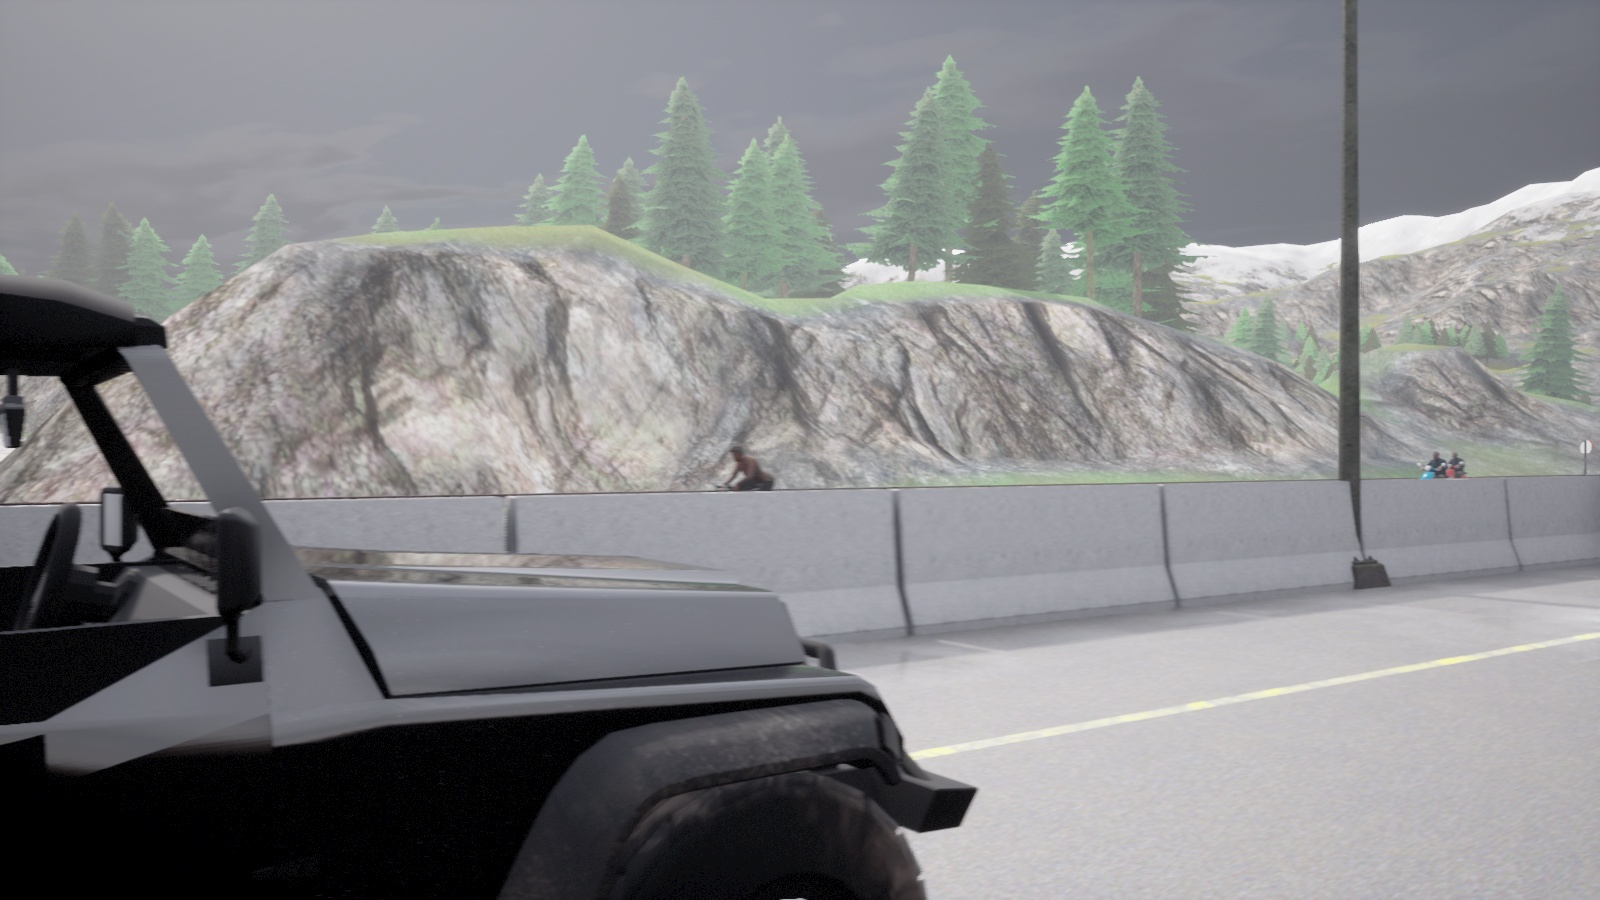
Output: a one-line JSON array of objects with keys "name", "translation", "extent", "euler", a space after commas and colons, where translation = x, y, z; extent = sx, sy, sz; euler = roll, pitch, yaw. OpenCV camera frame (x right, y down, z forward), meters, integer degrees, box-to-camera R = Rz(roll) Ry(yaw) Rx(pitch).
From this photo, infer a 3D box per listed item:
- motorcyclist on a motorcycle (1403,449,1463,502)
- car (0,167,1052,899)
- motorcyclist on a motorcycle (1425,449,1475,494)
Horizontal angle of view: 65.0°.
[{"name": "motorcyclist on a motorcycle", "translation": [19.391, 0.752, 38.477], "extent": [1.817, 1.590, 0.866], "euler": [0, 0, -35]}, {"name": "car", "translation": [-1.549, 0.551, 2.581], "extent": [3.866, 1.878, 1.905], "euler": [0, 0, -35]}, {"name": "motorcyclist on a motorcycle", "translation": [23.675, 0.761, 45.723], "extent": [1.817, 1.590, 0.866], "euler": [0, 0, -35]}]
